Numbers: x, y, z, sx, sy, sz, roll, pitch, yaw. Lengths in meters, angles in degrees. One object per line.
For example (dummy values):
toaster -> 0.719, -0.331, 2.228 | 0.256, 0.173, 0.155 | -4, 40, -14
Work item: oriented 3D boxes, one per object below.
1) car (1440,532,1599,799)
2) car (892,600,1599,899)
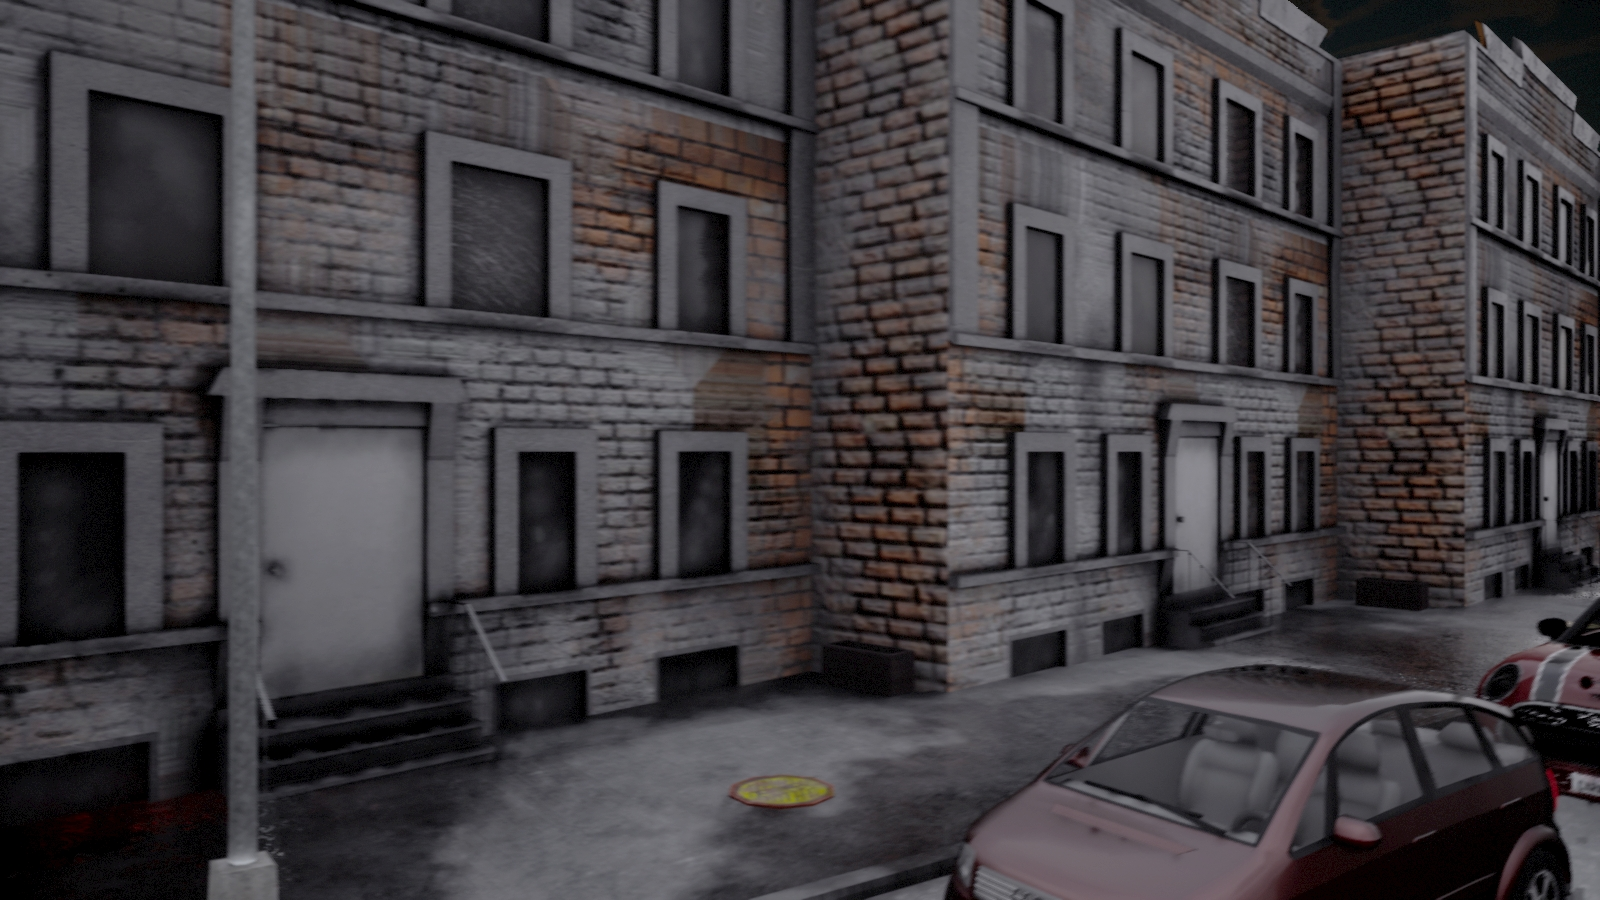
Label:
car -> 7.704, 1.691, 9.830 | 4.553, 1.767, 2.097 | 0, 0, -36
car -> 2.488, 1.808, 6.070 | 3.705, 1.549, 1.789 | 0, 0, -35
